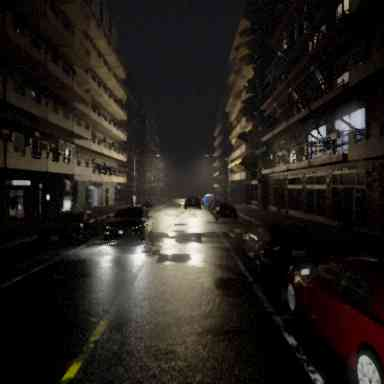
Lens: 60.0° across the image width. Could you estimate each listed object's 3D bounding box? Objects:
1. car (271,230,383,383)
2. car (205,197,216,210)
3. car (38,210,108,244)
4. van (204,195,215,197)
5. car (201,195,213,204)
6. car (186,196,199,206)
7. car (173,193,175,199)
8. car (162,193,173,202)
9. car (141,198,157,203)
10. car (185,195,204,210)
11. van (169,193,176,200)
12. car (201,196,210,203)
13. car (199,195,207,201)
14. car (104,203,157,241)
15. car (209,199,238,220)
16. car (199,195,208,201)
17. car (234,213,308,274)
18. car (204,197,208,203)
[{"bbox_3d":[2.645,1.543,4.685,1.887,1.381,4.507,-1,0,0],"label":"car"},{"bbox_3d":[2.686,1.530,33.007,2.008,1.369,4.403,-1,0,0],"label":"car"},{"bbox_3d":[-5.699,1.558,15.958,1.947,1.339,4.313,-1,0,0],"label":"car"},{"bbox_3d":[2.687,1.302,50.000,1.690,1.788,3.998,-1,0,0],"label":"van"},{"bbox_3d":[2.692,1.384,61.330,1.967,1.590,4.097,-1,0,0],"label":"car"},{"bbox_3d":[0.114,1.444,55.484,2.128,1.511,4.902,0,0,0],"label":"car"},{"bbox_3d":[-5.682,1.482,78.273,1.947,1.339,4.313,-1,0,0],"label":"car"},{"bbox_3d":[-5.684,1.451,72.436,1.752,1.417,4.829,-1,0,0],"label":"car"},{"bbox_3d":[-5.691,1.519,44.283,2.008,1.369,4.403,-1,0,0],"label":"car"},{"bbox_3d":[0.110,1.321,42.749,2.097,1.767,4.553,0,0,0],"label":"car"},{"bbox_3d":[-5.681,1.225,95.267,1.690,1.788,3.998,-1,0,0],"label":"van"},{"bbox_3d":[2.695,1.516,66.995,1.802,1.307,4.206,-1,0,0],"label":"car"},{"bbox_3d":[2.700,1.450,83.989,1.887,1.381,4.507,-1,0,0],"label":"car"},{"bbox_3d":[-3.048,1.497,16.749,1.837,1.490,4.892,0,0,0],"label":"car"},{"bbox_3d":[2.686,1.549,27.342,1.947,1.339,4.313,-1,0,0],"label":"car"},{"bbox_3d":[2.698,1.460,78.324,1.887,1.381,4.507,-1,0,0],"label":"car"},{"bbox_3d":[2.653,1.561,10.349,1.947,1.339,4.313,-1,0,0],"label":"car"},{"bbox_3d":[2.688,1.556,38.672,1.802,1.307,4.206,-1,0,0],"label":"car"}]
